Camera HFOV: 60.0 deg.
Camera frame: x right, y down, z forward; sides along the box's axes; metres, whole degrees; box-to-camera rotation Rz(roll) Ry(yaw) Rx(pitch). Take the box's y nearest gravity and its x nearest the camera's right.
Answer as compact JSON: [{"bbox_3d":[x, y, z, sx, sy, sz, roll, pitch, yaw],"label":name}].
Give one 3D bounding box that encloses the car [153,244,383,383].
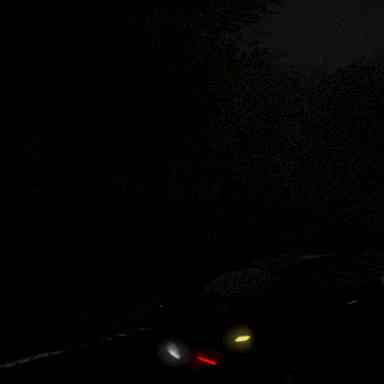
[{"bbox_3d":[1.674,1.530,4.935,4.674,1.442,1.812,0,0,-35],"label":"car"}]
